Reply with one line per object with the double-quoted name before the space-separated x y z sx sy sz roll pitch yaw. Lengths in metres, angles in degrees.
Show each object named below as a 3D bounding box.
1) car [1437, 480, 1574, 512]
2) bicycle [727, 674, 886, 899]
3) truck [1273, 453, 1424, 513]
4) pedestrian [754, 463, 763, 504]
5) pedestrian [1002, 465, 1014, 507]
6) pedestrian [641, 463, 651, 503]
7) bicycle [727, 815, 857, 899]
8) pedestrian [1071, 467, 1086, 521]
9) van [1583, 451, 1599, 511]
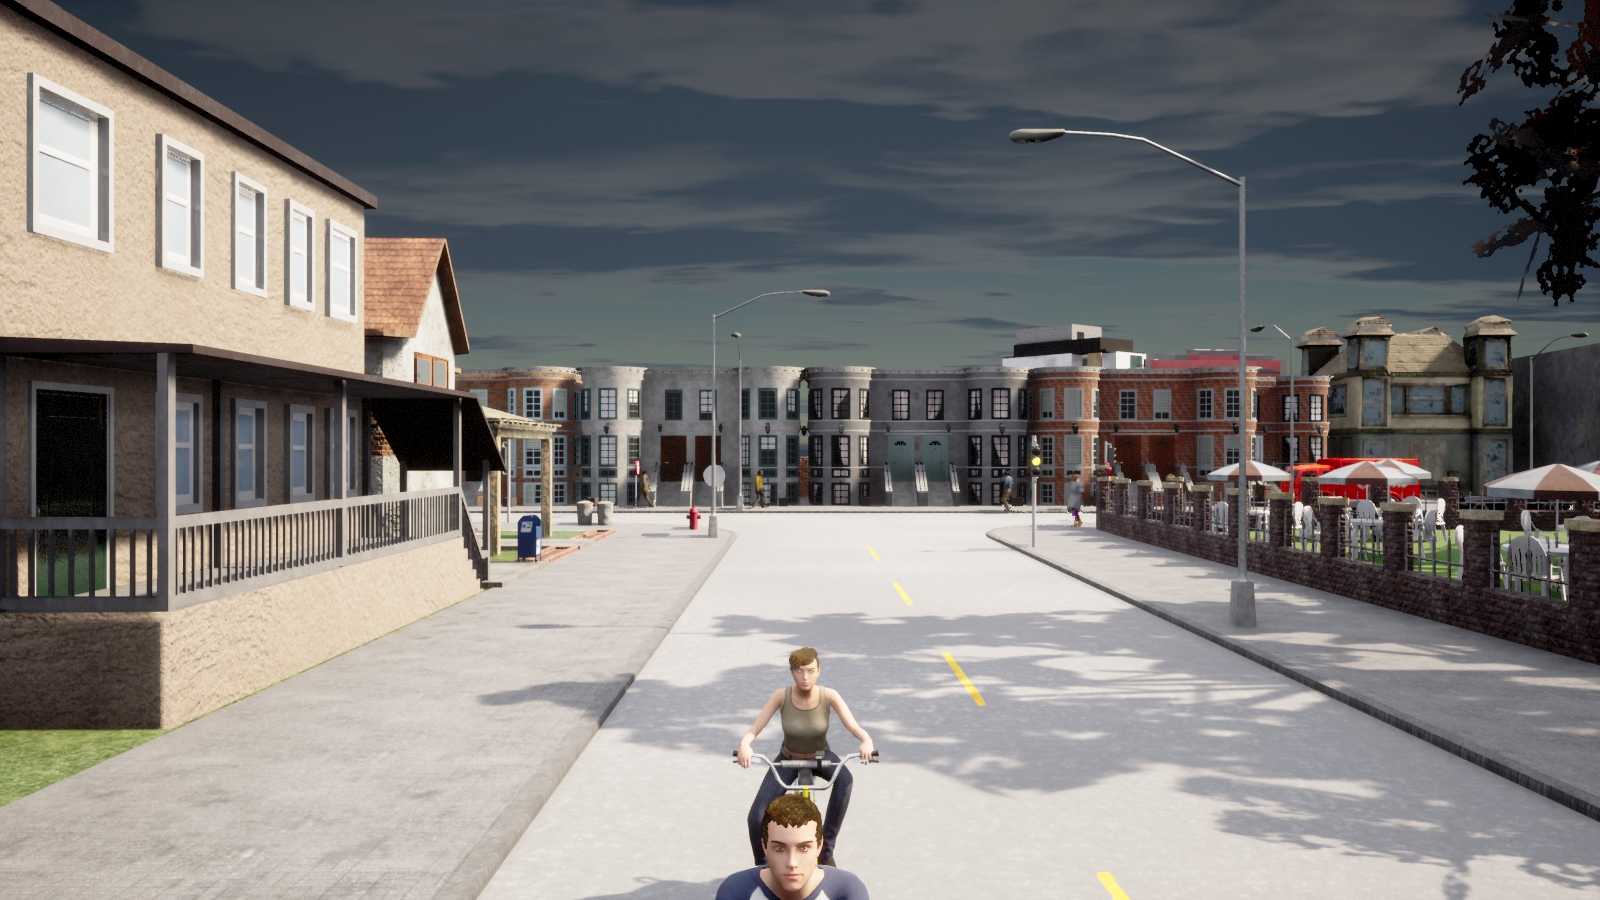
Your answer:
"car" 30.125 1.955 48.889 4.718 1.301 1.895 0 0 0
"bicycle" 0.033 2.040 6.906 0.859 1.080 1.487 0 0 0
"truck" 23.374 1.365 48.875 5.204 2.467 2.627 0 0 0
"pedestrian" -1.908 1.546 52.378 0.375 1.860 0.375 0 0 2
"pedestrian" 9.243 1.598 50.854 0.375 1.860 0.375 0 0 -44
"pedestrian" -7.174 1.546 53.165 0.375 1.860 0.375 0 0 2
"bicycle" -0.022 1.938 3.212 0.373 1.296 1.643 0 0 0
"pedestrian" 9.743 1.532 39.993 0.375 1.860 0.375 0 0 -21
"van" 37.194 1.334 48.909 5.915 2.561 1.988 0 0 1
